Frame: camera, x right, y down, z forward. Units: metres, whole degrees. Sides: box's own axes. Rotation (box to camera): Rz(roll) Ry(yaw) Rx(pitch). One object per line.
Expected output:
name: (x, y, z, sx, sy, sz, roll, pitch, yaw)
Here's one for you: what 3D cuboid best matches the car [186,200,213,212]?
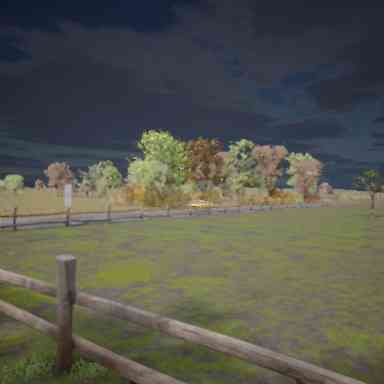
car: (1.081, 1.905, 47.024, 1.882, 1.535, 5.008, 1, 0, 36)
